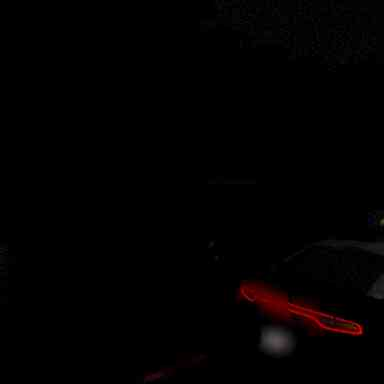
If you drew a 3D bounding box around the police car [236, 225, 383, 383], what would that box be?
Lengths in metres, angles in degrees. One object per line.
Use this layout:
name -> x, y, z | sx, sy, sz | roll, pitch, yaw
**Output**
police car -> 3.000, 1.352, 5.083 | 5.238, 1.638, 1.930 | -1, 1, -35
